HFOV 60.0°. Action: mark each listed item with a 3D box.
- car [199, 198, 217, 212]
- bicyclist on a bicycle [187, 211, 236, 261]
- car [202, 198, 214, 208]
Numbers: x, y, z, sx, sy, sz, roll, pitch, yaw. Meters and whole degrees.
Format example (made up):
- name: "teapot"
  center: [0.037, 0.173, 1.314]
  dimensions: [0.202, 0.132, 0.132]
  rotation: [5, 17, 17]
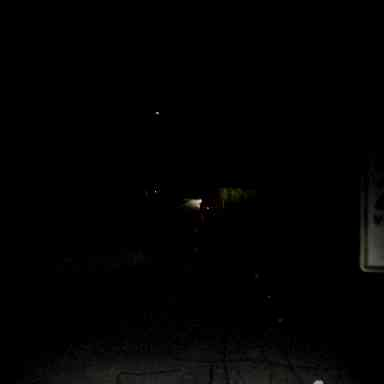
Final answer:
- name: "car"
  center: [1.861, 1.533, 38.945]
  dimensions: [1.837, 1.490, 4.892]
  rotation: [0, 0, 3]
- name: "bicyclist on a bicycle"
  center: [0.642, 1.450, 11.025]
  dimensions: [1.656, 1.620, 0.582]
  rotation: [-1, 0, 3]
- name: "car"
  center: [2.375, 1.587, 49.931]
  dimensions: [1.812, 1.442, 4.674]
  rotation: [0, 0, 3]
